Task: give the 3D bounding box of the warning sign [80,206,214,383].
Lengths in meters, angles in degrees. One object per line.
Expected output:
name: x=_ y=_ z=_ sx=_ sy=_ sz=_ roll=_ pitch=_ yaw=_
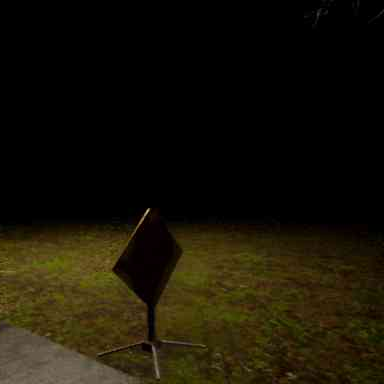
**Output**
warning sign: x=-0.542 y=1.139 z=4.298 sx=1.060 sy=1.860 sz=1.300 roll=-2 pitch=0 yaw=35
